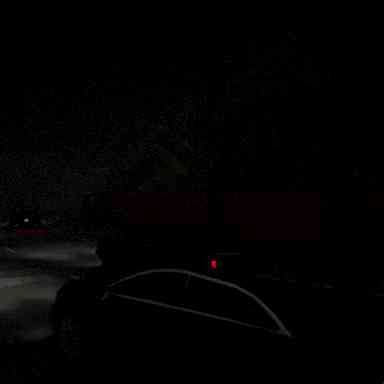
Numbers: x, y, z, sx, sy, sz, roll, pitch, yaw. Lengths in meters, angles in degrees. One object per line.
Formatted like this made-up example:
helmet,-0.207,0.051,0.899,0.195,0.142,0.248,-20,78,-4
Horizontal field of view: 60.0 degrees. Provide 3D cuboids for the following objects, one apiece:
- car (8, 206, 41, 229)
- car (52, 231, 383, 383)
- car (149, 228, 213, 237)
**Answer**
car,-12.160,1.750,24.136,1.882,1.535,5.008,0,0,-29
car,0.115,1.522,4.177,4.902,1.511,2.128,-1,-1,39
car,-0.759,1.680,9.464,4.718,1.301,1.895,-1,-1,43
